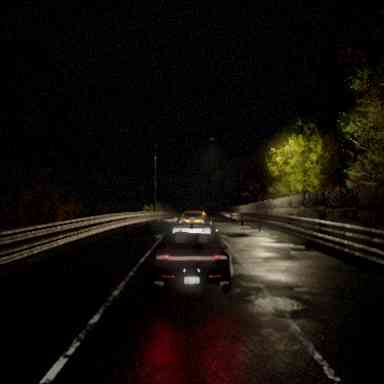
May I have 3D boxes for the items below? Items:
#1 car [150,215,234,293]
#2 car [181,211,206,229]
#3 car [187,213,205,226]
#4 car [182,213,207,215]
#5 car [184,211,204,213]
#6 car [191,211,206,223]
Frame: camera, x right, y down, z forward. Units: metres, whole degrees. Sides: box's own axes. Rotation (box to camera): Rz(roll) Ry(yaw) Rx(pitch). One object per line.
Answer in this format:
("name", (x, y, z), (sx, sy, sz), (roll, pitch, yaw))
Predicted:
("car", (-0.010, 1.611, 9.120), (2.128, 1.511, 4.902), (0, -1, 0))
("car", (0.214, 2.479, 30.312), (2.128, 1.511, 4.902), (0, -3, 2))
("car", (0.506, 2.938, 36.116), (1.895, 1.301, 4.718), (0, -3, 2))
("car", (-0.003, 1.980, 17.953), (1.895, 1.301, 4.718), (0, -2, 0))
("car", (0.068, 2.122, 24.031), (1.882, 1.535, 5.008), (0, -3, 1))
("car", (0.949, 3.380, 45.435), (1.882, 1.535, 5.008), (0, -4, 3))
